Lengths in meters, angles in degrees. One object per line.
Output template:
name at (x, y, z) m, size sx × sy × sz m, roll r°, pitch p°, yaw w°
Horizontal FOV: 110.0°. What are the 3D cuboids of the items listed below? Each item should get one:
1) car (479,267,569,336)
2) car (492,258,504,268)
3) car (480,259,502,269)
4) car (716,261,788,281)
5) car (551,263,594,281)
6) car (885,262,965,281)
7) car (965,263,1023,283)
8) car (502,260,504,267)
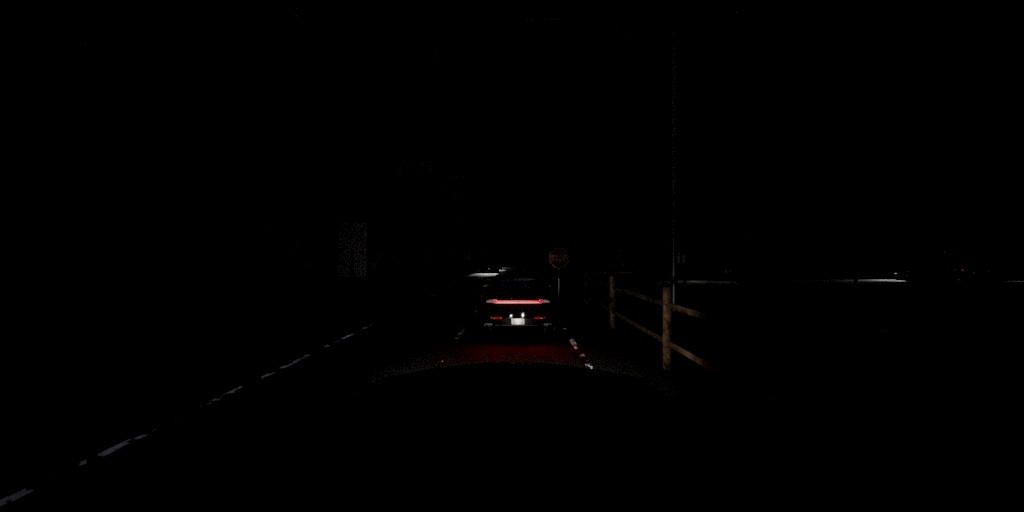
car at (0.148, 1.241, 10.377) m, size 2.128 × 1.511 × 4.902 m, roll 0°, pitch 0°, yaw 0°
car at (-2.393, 1.199, 62.951) m, size 1.837 × 1.490 × 4.892 m, roll 0°, pitch 0°, yaw 1°
car at (-2.591, 1.293, 42.840) m, size 1.994 × 1.385 × 4.181 m, roll 0°, pitch 0°, yaw 1°
car at (18.554, 1.150, 27.886) m, size 5.008 × 1.535 × 1.882 m, roll 0°, pitch 0°, yaw -1°
car at (4.376, 1.268, 29.556) m, size 4.674 × 1.442 × 1.812 m, roll 0°, pitch 0°, yaw 26°
car at (31.946, 1.179, 28.041) m, size 4.181 × 1.385 × 1.994 m, roll 0°, pitch 0°, yaw -1°
car at (34.316, 1.146, 25.111) m, size 4.181 × 1.385 × 1.994 m, roll 0°, pitch 0°, yaw -1°
car at (-2.510, 1.278, 52.821) m, size 1.994 × 1.385 × 4.181 m, roll 0°, pitch 0°, yaw 1°
